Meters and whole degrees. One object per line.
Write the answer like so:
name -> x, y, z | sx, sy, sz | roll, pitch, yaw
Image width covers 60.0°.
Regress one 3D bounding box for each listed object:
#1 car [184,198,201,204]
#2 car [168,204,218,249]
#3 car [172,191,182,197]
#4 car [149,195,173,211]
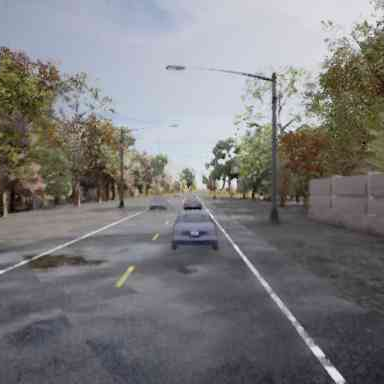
car -> 0.093, 1.379, 37.739 | 1.994, 1.385, 4.181 | 0, 0, 0
car -> 0.096, 1.481, 14.287 | 2.033, 1.411, 5.357 | 0, 1, 0
car -> -3.513, 0.542, 77.982 | 2.097, 1.767, 4.553 | 0, 0, 0
car -> -3.600, 1.365, 37.160 | 2.033, 1.411, 5.357 | 0, 0, 0
